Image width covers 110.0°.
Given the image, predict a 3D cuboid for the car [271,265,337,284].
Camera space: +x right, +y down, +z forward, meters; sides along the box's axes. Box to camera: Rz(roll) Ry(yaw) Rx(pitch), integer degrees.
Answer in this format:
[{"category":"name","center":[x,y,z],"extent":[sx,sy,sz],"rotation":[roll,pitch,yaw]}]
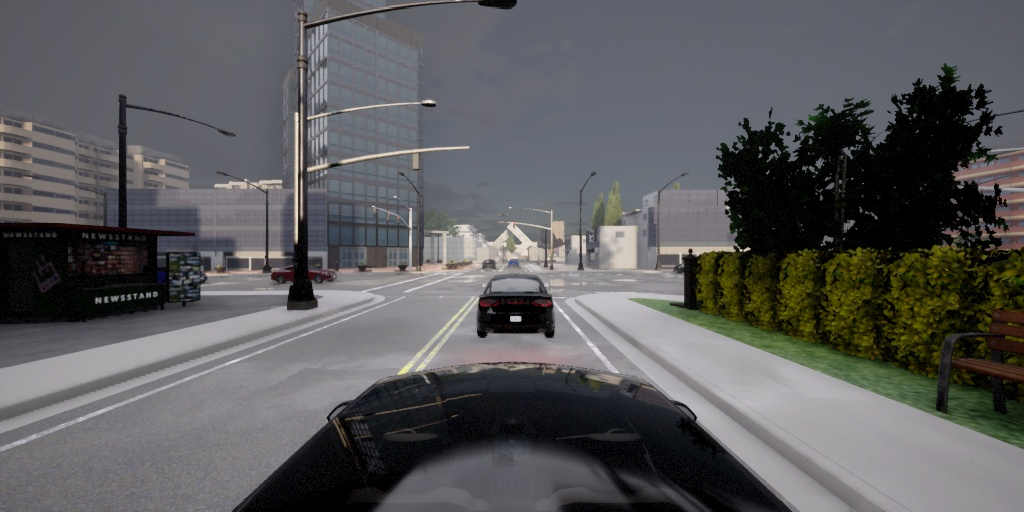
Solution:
[{"category":"car","center":[-16.175,1.382,27.938],"extent":[4.674,1.442,1.812],"rotation":[-1,0,0]}]

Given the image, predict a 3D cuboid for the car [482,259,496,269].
[{"category":"car","center":[-3.412,1.227,54.129],"extent":[1.882,1.535,5.008],"rotation":[0,0,0]}]

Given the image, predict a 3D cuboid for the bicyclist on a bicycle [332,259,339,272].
[{"category":"bicyclist on a bicycle","center":[-21.849,1.216,44.395],"extent":[0.582,1.620,1.656],"rotation":[-1,0,0]}]

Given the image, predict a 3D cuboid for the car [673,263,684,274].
[{"category":"car","center":[19.965,1.057,38.807],"extent":[4.553,1.767,2.097],"rotation":[0,0,0]}]

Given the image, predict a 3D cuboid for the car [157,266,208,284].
[{"category":"car","center":[-26.441,1.502,27.885],"extent":[4.674,1.442,1.812],"rotation":[-1,0,0]}]

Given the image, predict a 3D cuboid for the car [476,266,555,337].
[{"category":"car","center":[0.104,1.228,10.349],"extent":[1.882,1.535,5.008],"rotation":[0,0,1]}]
